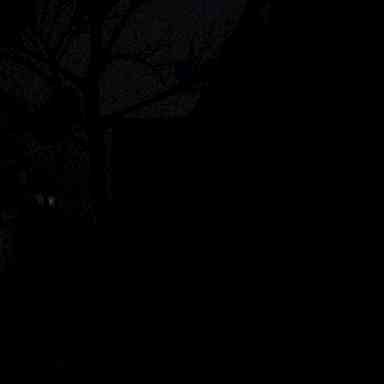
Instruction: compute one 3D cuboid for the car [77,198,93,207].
[{"bbox_3d":[-17.797,1.763,57.155,1.882,1.535,5.008,1,0,12],"label":"car"}]
